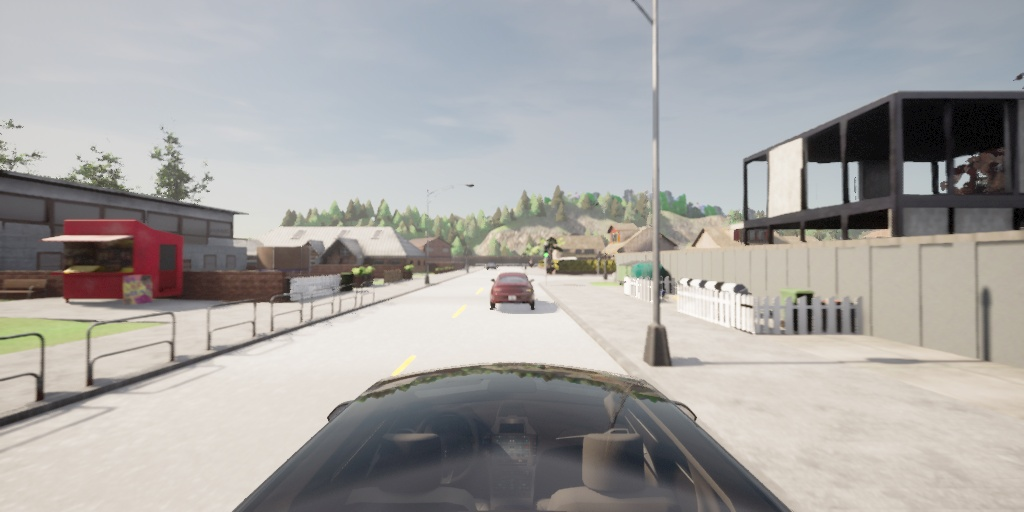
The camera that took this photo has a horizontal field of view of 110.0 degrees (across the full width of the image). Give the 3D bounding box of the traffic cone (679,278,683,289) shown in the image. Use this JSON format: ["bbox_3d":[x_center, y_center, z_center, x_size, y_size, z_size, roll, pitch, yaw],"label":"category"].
[{"bbox_3d":[11.406,1.807,24.842,0.344,0.586,0.344,0,0,0],"label":"traffic cone"}]

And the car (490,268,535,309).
[{"bbox_3d":[0.030,1.427,15.734,1.812,1.442,4.674,0,0,0],"label":"car"}]

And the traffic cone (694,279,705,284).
[{"bbox_3d":[15.818,1.877,30.292,0.344,0.586,0.344,0,0,0],"label":"traffic cone"}]

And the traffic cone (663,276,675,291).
[{"bbox_3d":[10.407,1.821,23.803,0.344,0.586,0.344,0,0,0],"label":"traffic cone"}]
